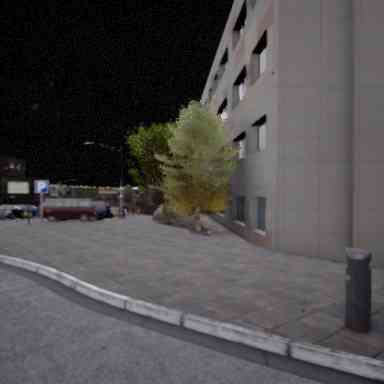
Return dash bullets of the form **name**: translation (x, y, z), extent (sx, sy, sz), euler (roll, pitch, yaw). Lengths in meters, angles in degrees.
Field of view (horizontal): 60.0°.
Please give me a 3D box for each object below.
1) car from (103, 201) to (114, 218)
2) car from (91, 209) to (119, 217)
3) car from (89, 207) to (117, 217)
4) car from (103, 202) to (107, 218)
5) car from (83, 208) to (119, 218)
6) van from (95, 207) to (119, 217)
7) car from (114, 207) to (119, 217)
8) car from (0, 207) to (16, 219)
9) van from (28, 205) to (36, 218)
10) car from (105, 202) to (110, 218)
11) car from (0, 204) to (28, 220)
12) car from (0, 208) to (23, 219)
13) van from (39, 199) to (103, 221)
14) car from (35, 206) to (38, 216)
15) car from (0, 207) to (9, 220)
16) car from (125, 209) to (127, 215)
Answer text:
- **car**: translation (-11.687, 1.992, 36.195), extent (5.566, 2.045, 2.435), euler (0, -4, -10)
- **car**: translation (-15.896, 3.812, 60.917), extent (4.892, 1.521, 2.231), euler (0, -4, -10)
- **car**: translation (-15.452, 3.511, 58.174), extent (4.553, 1.767, 2.185), euler (0, -4, -10)
- **car**: translation (-10.693, 1.949, 30.710), extent (4.792, 1.488, 2.163), euler (0, -3, -10)
- **car**: translation (-14.297, 3.287, 52.705), extent (5.366, 1.575, 1.946), euler (0, -4, -10)
- **van**: translation (-16.946, 3.934, 66.410), extent (4.442, 1.987, 1.878), euler (0, -4, -10)
- **car**: translation (-13.356, 2.938, 47.208), extent (5.366, 1.575, 1.946), euler (0, -4, -10)
- **car**: translation (-25.196, 2.699, 42.211), extent (4.674, 1.452, 2.002), euler (0, -4, -10)
- **van**: translation (-27.172, 3.122, 53.069), extent (4.442, 1.987, 1.878), euler (0, -4, -10)
- **car**: translation (-11.199, 2.076, 33.494), extent (5.008, 1.535, 2.097), euler (0, -4, -10)
- **car**: translation (-19.262, 2.042, 34.720), extent (2.097, 1.767, 4.553), euler (0, -4, -10)
- **car**: translation (-25.645, 2.866, 44.835), extent (4.674, 1.452, 2.002), euler (0, -4, -10)
- **van**: translation (-10.138, 1.564, 27.994), extent (4.442, 1.987, 1.878), euler (0, -3, -10)
- **car**: translation (-22.046, 3.218, 51.258), extent (1.882, 1.535, 5.008), euler (0, -4, -9)
- **car**: translation (-24.701, 2.515, 39.472), extent (4.792, 1.488, 2.163), euler (0, -4, -10)
- **car**: translation (-20.094, 5.129, 85.675), extent (5.566, 2.045, 2.435), euler (0, -4, -10)
